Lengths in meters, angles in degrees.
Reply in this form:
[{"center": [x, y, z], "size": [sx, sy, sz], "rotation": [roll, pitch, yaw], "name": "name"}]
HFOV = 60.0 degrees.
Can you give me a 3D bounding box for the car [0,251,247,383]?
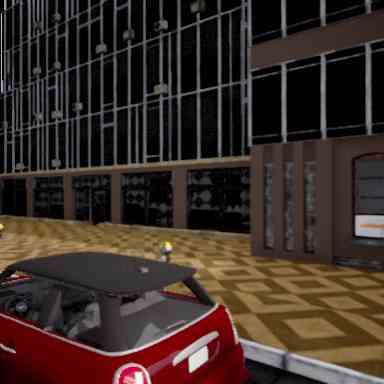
[{"center": [-1.525, 1.449, 3.964], "size": [4.097, 1.590, 1.967], "rotation": [0, 0, 36], "name": "car"}]
